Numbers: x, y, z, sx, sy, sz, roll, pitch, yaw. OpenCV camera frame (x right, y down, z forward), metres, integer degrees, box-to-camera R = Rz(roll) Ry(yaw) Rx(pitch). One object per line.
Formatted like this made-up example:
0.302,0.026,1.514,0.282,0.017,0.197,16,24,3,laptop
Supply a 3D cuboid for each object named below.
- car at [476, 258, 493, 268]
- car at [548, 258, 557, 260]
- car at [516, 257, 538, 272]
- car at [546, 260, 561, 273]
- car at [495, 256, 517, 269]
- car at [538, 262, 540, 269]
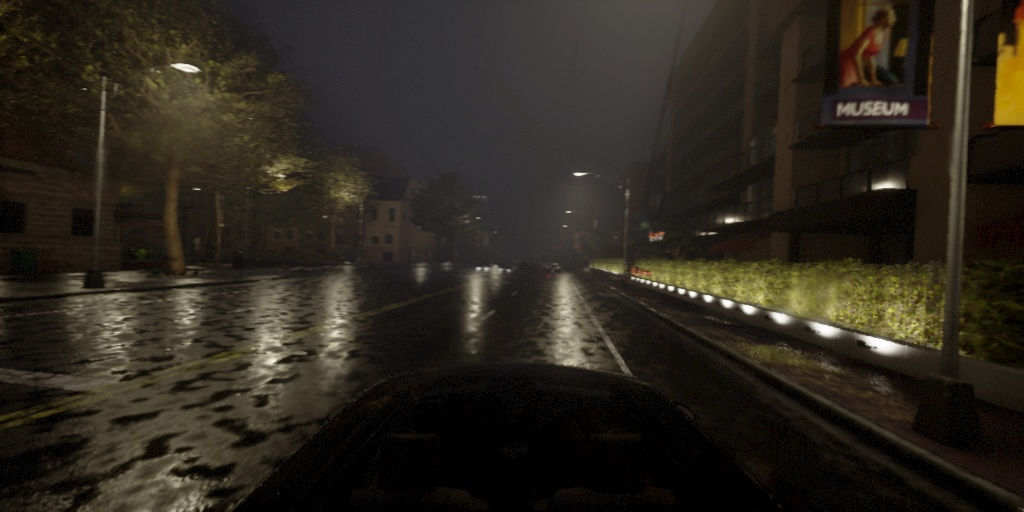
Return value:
-4.233,1.066,55.651,1.994,1.385,4.181,3,0,7,car
7.125,1.545,60.917,2.128,1.511,4.902,3,0,7,car
2.084,1.295,48.383,1.882,1.535,5.008,3,0,7,car
5.475,1.584,47.537,1.895,1.301,4.718,3,0,7,car
-0.799,1.219,54.923,2.033,1.411,5.357,3,0,8,car
3.895,1.459,63.134,1.994,1.385,4.181,3,0,7,car
